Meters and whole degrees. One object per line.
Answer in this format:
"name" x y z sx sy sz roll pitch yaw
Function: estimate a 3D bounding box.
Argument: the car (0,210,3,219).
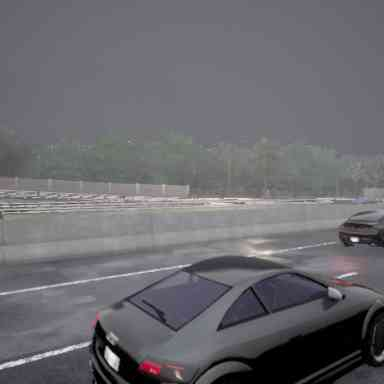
"car" -10.780 1.221 13.500 5.566 2.045 2.150 0 0 -35

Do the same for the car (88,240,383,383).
"car" 0.860 1.566 4.360 4.181 1.385 1.994 0 0 -36

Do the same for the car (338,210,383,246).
"car" 8.016 1.518 13.762 4.892 1.490 1.837 0 0 -35

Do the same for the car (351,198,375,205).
"car" 24.507 1.581 47.154 5.008 1.535 1.882 1 0 -35

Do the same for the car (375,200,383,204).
"car" 26.997 1.706 44.623 4.718 1.301 1.895 0 0 -35
